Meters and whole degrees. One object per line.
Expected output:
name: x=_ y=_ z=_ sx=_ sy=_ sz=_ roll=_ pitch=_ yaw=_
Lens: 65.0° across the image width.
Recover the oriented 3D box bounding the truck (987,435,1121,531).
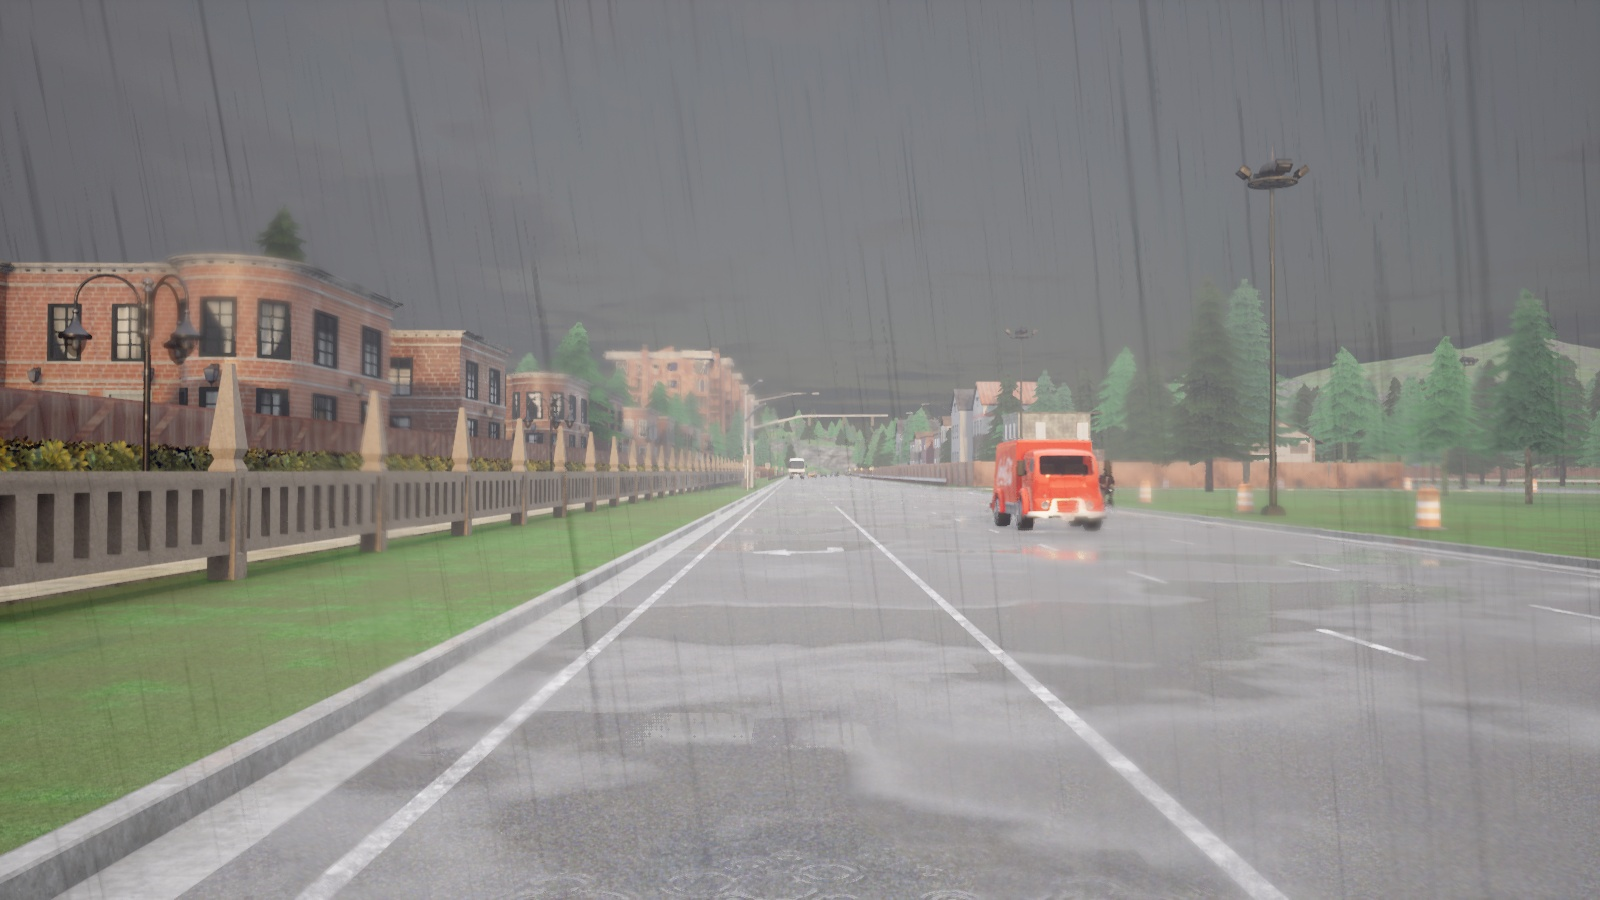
truck: x=6.916 y=0.893 z=34.870 sx=2.627 sy=2.467 sz=5.204 roll=0 pitch=-1 yaw=0
